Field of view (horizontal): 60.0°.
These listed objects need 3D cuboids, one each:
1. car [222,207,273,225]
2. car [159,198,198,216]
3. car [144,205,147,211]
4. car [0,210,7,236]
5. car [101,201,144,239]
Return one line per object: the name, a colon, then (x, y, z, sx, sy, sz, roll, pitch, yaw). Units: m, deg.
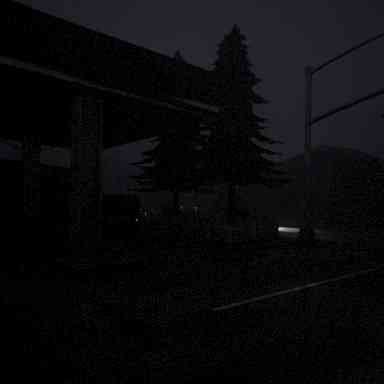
car: (4.056, 1.816, 25.000, 1.994, 1.385, 4.181, 1, 0, -35)
car: (-1.365, 1.541, 32.638, 2.097, 1.767, 4.553, 1, 0, -36)
car: (-7.515, 1.664, 41.302, 2.033, 1.411, 5.357, 1, 0, -35)
car: (-11.694, 1.519, 18.449, 2.242, 1.667, 4.611, 1, 0, -36)
car: (-4.562, 1.445, 18.268, 1.905, 1.878, 3.866, 1, 0, -36)
